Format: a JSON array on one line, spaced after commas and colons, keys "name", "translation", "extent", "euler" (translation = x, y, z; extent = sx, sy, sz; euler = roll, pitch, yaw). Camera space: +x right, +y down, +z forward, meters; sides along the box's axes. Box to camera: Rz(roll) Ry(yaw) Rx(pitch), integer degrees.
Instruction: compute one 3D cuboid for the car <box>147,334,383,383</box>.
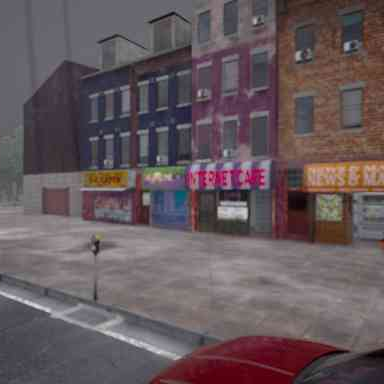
[{"name": "car", "translation": [1.629, 1.547, 1.648], "extent": [4.507, 1.381, 1.887], "euler": [0, 0, 35]}]
